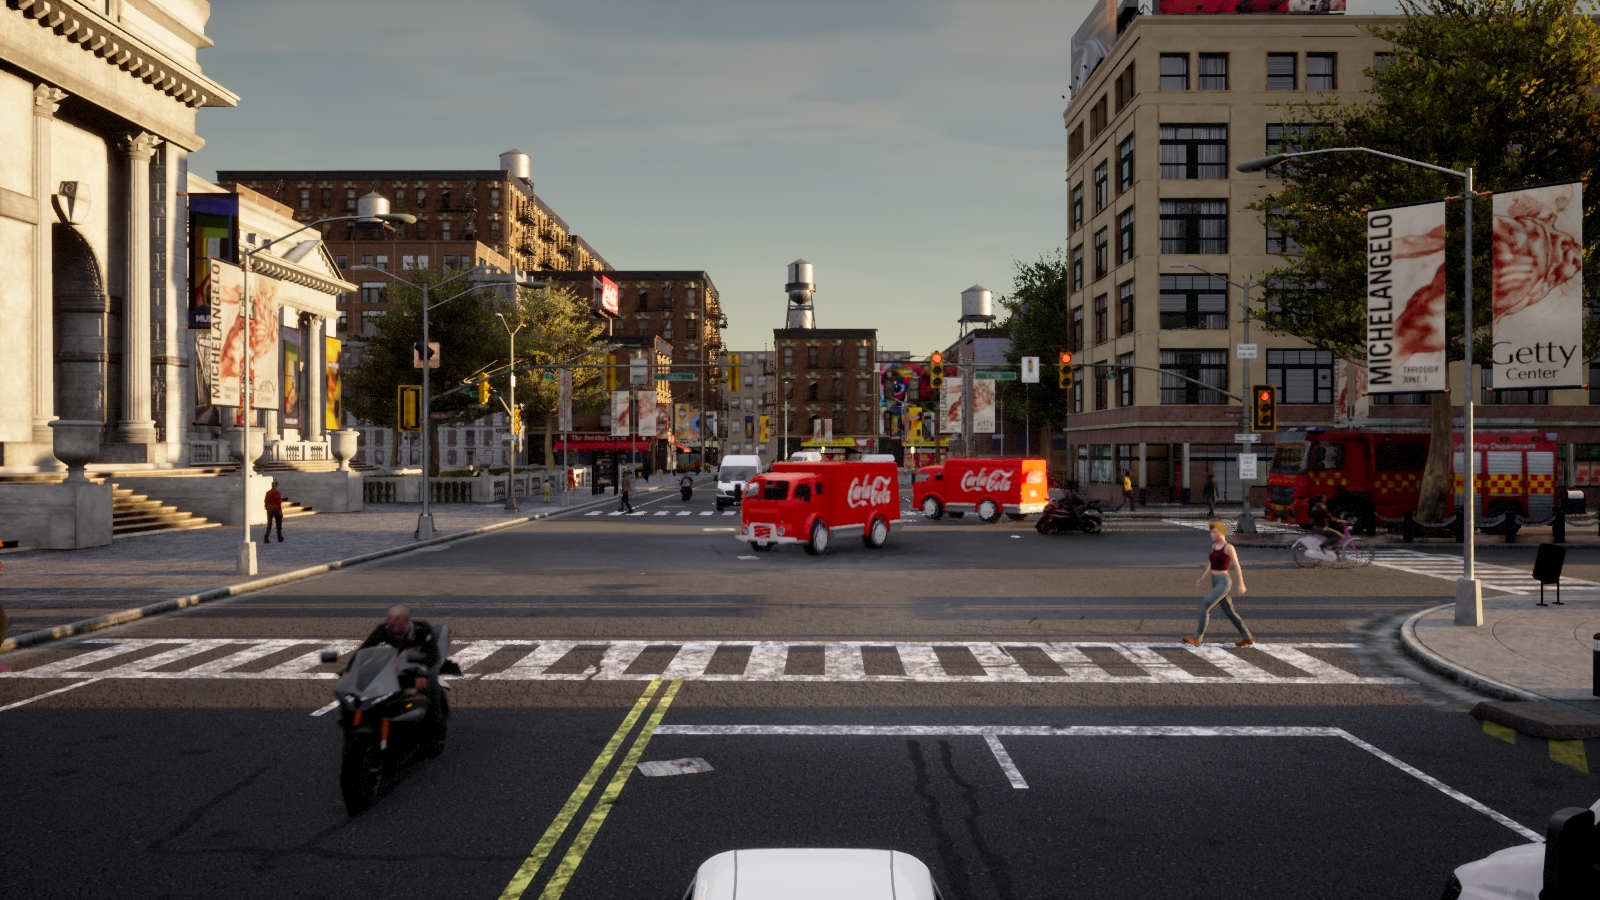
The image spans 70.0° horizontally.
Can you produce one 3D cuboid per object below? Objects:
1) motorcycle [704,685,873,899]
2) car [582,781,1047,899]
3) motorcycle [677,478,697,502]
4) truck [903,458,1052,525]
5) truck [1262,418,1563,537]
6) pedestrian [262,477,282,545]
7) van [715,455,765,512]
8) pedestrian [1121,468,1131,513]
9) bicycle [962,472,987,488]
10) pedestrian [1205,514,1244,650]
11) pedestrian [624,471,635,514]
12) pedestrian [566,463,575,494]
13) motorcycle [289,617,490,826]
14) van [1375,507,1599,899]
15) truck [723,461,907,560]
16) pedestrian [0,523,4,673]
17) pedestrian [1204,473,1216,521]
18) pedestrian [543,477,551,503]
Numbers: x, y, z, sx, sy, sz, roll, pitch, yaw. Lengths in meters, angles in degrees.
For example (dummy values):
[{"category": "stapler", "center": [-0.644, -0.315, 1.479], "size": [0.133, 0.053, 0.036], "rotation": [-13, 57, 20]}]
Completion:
[{"category": "motorcycle", "center": [-0.047, 2.182, 6.691], "size": [0.856, 1.236, 1.805], "rotation": [0, 0, 1]}, {"category": "car", "center": [0.047, 2.120, 3.817], "size": [1.481, 1.376, 2.207], "rotation": [0, 0, 0]}, {"category": "motorcycle", "center": [-6.217, 2.205, 62.895], "size": [0.867, 1.251, 2.209], "rotation": [0, 0, 1]}, {"category": "truck", "center": [6.981, 1.563, 45.142], "size": [5.204, 2.467, 2.627], "rotation": [0, 0, 39]}, {"category": "truck", "center": [20.240, 0.890, 38.103], "size": [8.468, 3.827, 2.891], "rotation": [0, 0, 1]}, {"category": "pedestrian", "center": [-14.744, 1.696, 31.917], "size": [0.375, 1.860, 0.375], "rotation": [0, 0, 6]}, {"category": "van", "center": [-2.817, 1.535, 54.599], "size": [1.988, 2.561, 5.915], "rotation": [0, 0, 1]}, {"category": "pedestrian", "center": [13.698, 1.696, 47.979], "size": [0.375, 1.860, 0.375], "rotation": [0, 0, 17]}, {"category": "bicycle", "center": [12.947, 2.210, 84.731], "size": [1.835, 1.171, 0.329], "rotation": [0, -1, 5]}, {"category": "pedestrian", "center": [5.978, 1.849, 16.101], "size": [0.375, 1.860, 0.375], "rotation": [0, 0, -7]}, {"category": "pedestrian", "center": [-7.427, 1.848, 49.732], "size": [0.375, 1.860, 0.375], "rotation": [0, 0, 11]}, {"category": "pedestrian", "center": [-13.802, 1.697, 68.728], "size": [0.375, 1.860, 0.375], "rotation": [0, 0, 19]}, {"category": "motorcycle", "center": [-3.392, 2.205, 9.708], "size": [0.867, 1.251, 2.209], "rotation": [0, 0, 1]}, {"category": "van", "center": [3.538, 1.534, 2.141], "size": [1.988, 2.561, 5.915], "rotation": [0, 0, 1]}, {"category": "truck", "center": [0.525, 1.565, 31.968], "size": [2.627, 2.467, 5.204], "rotation": [0, 0, 36]}, {"category": "pedestrian", "center": [-10.141, 1.849, 14.148], "size": [0.375, 1.860, 0.375], "rotation": [0, 0, -19]}, {"category": "pedestrian", "center": [16.060, 1.848, 44.750], "size": [0.375, 1.860, 0.375], "rotation": [0, 0, 2]}, {"category": "pedestrian", "center": [-12.527, 1.976, 56.468], "size": [0.375, 1.300, 0.375], "rotation": [0, 0, -11]}]
